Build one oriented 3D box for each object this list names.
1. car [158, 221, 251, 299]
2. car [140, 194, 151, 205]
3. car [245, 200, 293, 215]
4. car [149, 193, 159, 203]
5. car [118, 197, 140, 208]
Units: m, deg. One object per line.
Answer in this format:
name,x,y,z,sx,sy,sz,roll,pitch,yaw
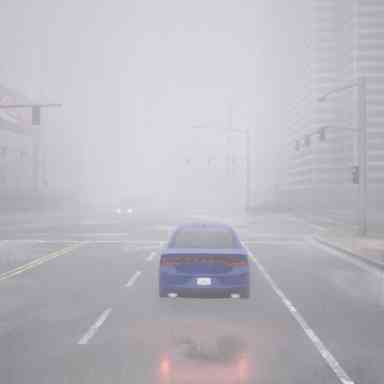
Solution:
car,0.313,1.478,8.538,1.882,1.535,5.008,0,0,2
car,-8.744,1.526,57.357,1.812,1.442,4.674,0,0,2
car,7.641,1.526,33.210,4.674,1.442,1.812,0,0,11
car,-8.259,1.225,69.566,2.150,2.045,5.566,0,0,2
car,-9.081,1.505,47.323,1.837,1.490,4.892,0,0,2
